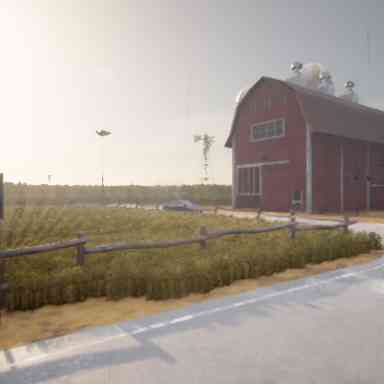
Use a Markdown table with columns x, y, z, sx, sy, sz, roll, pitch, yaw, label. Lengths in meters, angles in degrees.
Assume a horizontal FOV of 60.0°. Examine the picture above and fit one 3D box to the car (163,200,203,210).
| x | y | z | sx | sy | sz | roll | pitch | yaw | label |
| --- | --- | --- | --- | --- | --- | --- | --- | --- | --- |
| -0.910 | 1.527 | 33.041 | 1.882 | 1.535 | 5.008 | 0 | 0 | -38 | car |
